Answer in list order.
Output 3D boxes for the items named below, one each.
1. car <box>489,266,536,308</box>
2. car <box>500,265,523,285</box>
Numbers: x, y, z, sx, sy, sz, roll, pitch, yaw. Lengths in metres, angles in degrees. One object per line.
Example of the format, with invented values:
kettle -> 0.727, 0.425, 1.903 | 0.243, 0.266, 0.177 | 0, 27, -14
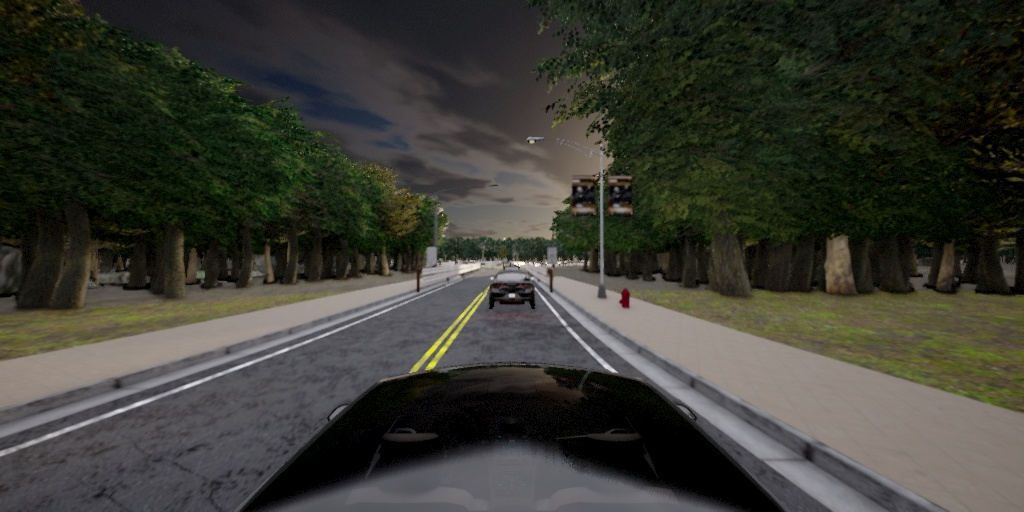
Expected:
car -> 0.012, 1.372, 16.105 | 1.882, 1.535, 5.008 | 0, 0, 0
car -> -0.022, 1.544, 30.366 | 1.837, 1.490, 4.892 | 0, 0, 0
